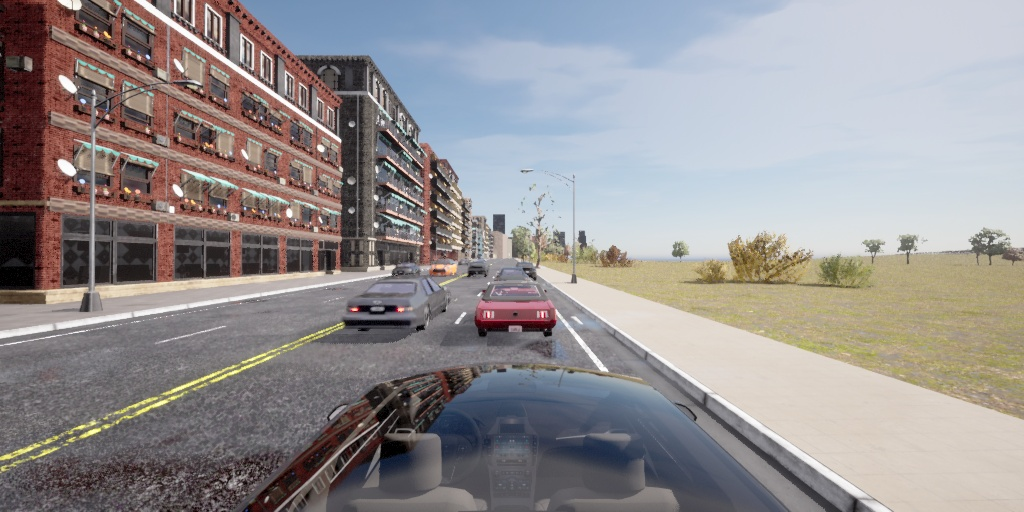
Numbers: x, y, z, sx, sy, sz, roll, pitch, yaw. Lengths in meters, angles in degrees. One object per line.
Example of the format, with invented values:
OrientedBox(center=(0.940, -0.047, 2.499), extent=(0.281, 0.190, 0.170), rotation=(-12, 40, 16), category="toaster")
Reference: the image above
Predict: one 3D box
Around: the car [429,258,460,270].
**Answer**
OrientedBox(center=(-6.700, 1.106, 35.261), extent=(2.097, 1.767, 4.553), rotation=(0, 0, 0), category="car")

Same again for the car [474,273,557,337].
OrientedBox(center=(0.076, 1.352, 10.282), extent=(1.895, 1.301, 4.718), rotation=(0, 0, 0), category="car")

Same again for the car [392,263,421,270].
OrientedBox(center=(-9.946, 1.318, 33.973), extent=(1.994, 1.385, 4.181), rotation=(0, 0, 0), category="car")

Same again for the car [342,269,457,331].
OrientedBox(center=(-3.179, 1.298, 10.964), extent=(2.033, 1.411, 5.357), rotation=(0, 0, 0), category="car")

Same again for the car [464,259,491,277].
OrientedBox(center=(-3.249, 1.261, 35.399), extent=(1.837, 1.490, 4.892), rotation=(0, 1, 0), category="car")

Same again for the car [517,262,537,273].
OrientedBox(center=(1.053, 1.259, 30.306), extent=(1.837, 1.490, 4.892), rotation=(0, 0, 0), category="car")

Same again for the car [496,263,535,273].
OrientedBox(center=(0.037, 1.317, 20.312), extent=(1.994, 1.385, 4.181), rotation=(0, 0, 0), category="car")
